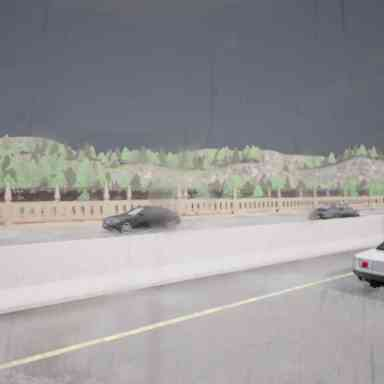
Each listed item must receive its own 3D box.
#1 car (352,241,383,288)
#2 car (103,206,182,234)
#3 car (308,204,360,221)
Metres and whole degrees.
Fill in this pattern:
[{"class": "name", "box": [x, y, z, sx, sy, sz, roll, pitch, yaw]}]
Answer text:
[{"class": "car", "box": [5.943, 1.596, 8.004, 4.718, 1.301, 1.895, 0, 0, -36]}, {"class": "car", "box": [-2.773, 1.526, 19.202, 4.674, 1.442, 1.812, 0, 0, -36]}, {"class": "car", "box": [10.391, 1.554, 24.317, 4.181, 1.385, 1.994, 0, 0, -35]}]
